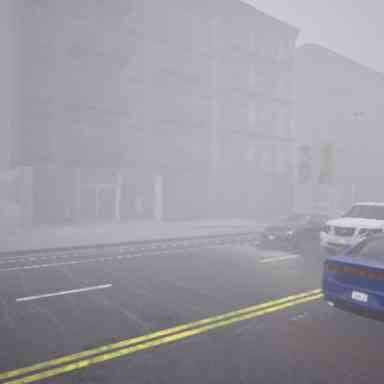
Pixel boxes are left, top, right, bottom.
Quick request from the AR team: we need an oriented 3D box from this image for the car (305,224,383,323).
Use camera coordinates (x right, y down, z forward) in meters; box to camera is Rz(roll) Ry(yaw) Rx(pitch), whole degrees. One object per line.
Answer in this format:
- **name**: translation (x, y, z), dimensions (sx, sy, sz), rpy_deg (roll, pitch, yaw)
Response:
- **car**: translation (4.721, 1.562, 6.806), dimensions (5.008, 1.535, 1.882), rpy_deg (1, 0, -35)

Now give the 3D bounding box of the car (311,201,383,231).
- **car**: translation (7.357, 1.372, 12.918), dimensions (5.566, 2.045, 2.150), rpy_deg (1, 0, -35)

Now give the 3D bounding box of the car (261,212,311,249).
- **car**: translation (5.258, 1.673, 15.413), dimensions (4.674, 1.442, 1.812), rpy_deg (1, 0, -35)
